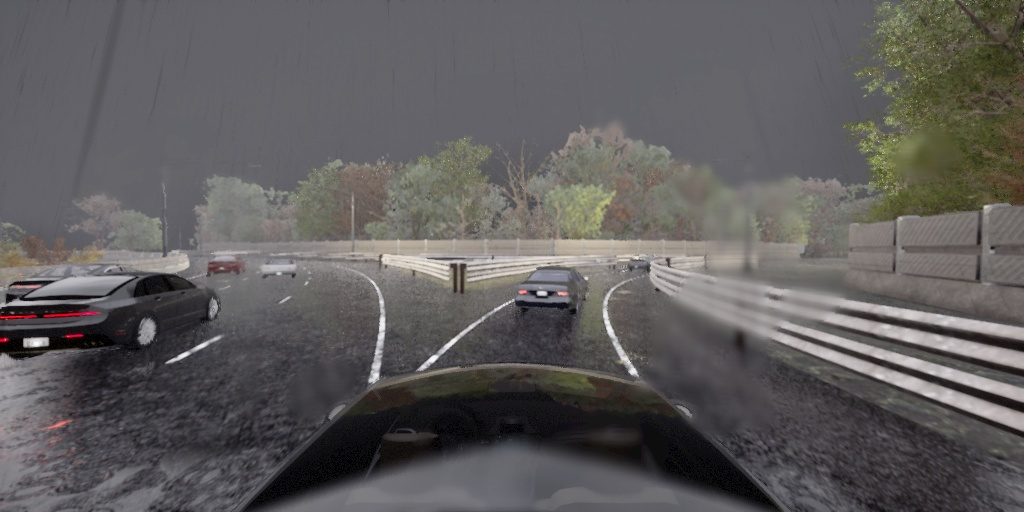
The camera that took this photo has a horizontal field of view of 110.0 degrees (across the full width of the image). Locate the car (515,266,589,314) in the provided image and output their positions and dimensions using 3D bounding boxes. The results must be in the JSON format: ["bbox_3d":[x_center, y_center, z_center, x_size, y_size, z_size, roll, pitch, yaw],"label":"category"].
[{"bbox_3d":[1.591,1.072,12.715,2.033,1.411,5.357,0,1,17],"label":"car"}]

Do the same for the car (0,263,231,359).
[{"bbox_3d":[-8.616,1.104,8.186,1.837,1.490,4.892,0,2,-19],"label":"car"}]

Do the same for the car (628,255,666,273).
[{"bbox_3d":[11.878,0.651,31.330,2.128,1.511,4.902,1,1,42],"label":"car"}]

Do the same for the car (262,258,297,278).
[{"bbox_3d":[-16.526,0.820,25.675,1.895,1.301,4.718,-1,1,-30],"label":"car"}]

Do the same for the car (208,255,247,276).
[{"bbox_3d":[-21.409,0.657,27.105,1.882,1.535,5.008,-1,1,-30],"label":"car"}]

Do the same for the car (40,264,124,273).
[{"bbox_3d":[-13.786,0.999,12.050,2.128,1.511,4.902,0,1,-22],"label":"car"}]
